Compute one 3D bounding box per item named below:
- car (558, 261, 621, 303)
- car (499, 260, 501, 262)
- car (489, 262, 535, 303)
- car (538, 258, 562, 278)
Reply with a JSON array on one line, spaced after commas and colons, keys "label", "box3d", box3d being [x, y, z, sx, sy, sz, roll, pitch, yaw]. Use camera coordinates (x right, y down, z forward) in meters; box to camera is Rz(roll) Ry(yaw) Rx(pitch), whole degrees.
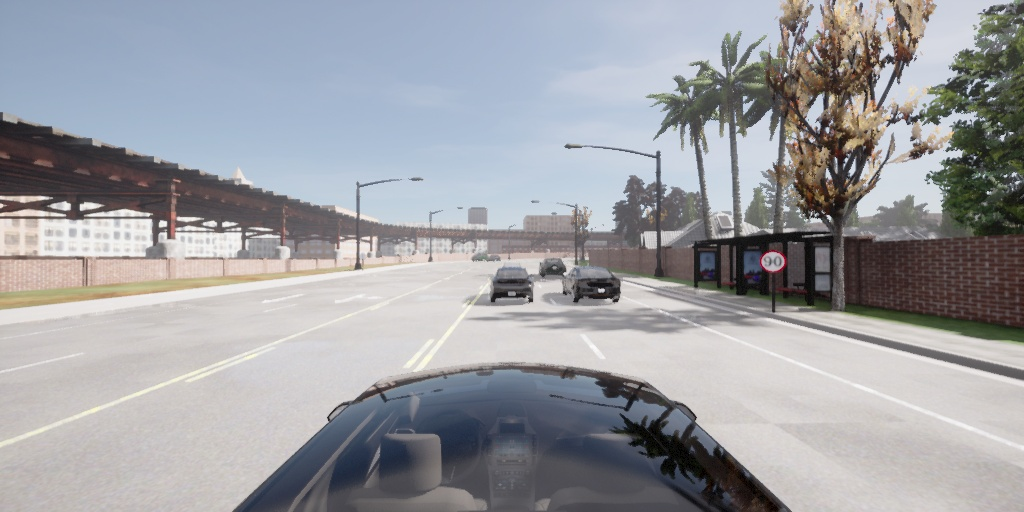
[{"label": "car", "box3d": [3.498, 1.191, 16.497, 1.882, 1.535, 5.008, 0, 0, 0]}, {"label": "car", "box3d": [-0.003, 1.202, 31.526, 1.895, 1.301, 4.718, 0, 1, 0]}, {"label": "car", "box3d": [-0.002, 1.227, 16.497, 1.837, 1.490, 4.892, 0, 0, 0]}, {"label": "car", "box3d": [3.497, 0.948, 31.464, 2.097, 1.767, 4.553, 0, 1, 0]}]
